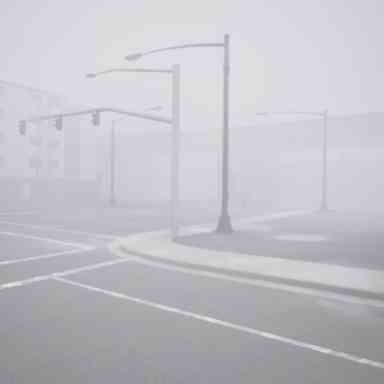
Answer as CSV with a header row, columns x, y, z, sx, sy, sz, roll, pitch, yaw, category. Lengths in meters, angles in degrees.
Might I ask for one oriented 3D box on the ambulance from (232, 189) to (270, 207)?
x,y,z,sx,sy,sz,roll,pitch,yaw,category
8.581,0.814,48.139,6.366,2.431,2.351,0,1,-40,ambulance
